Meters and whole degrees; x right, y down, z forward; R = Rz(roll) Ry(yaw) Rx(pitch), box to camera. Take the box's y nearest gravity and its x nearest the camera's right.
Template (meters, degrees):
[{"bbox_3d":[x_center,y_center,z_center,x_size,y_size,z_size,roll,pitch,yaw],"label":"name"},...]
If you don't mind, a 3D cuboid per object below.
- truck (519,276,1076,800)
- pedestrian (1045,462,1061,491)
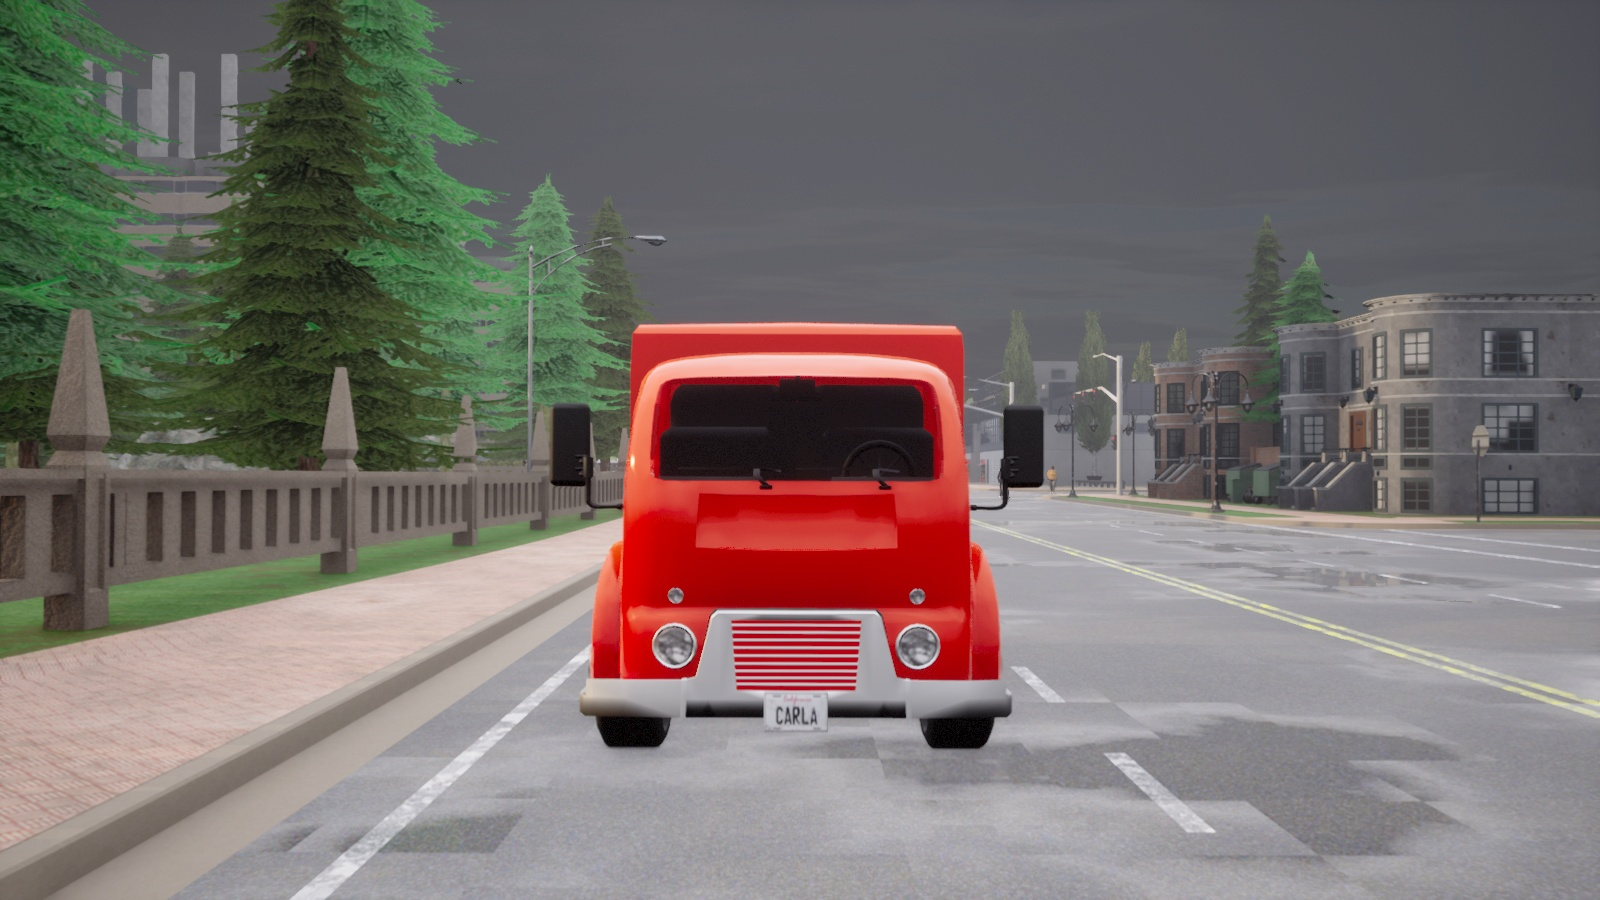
[{"bbox_3d":[-0.023,0.449,8.540,2.627,2.467,5.204,0,-1,0],"label":"truck"},{"bbox_3d":[16.667,1.739,82.627,0.874,1.855,0.900,0,-1,2],"label":"pedestrian"}]
